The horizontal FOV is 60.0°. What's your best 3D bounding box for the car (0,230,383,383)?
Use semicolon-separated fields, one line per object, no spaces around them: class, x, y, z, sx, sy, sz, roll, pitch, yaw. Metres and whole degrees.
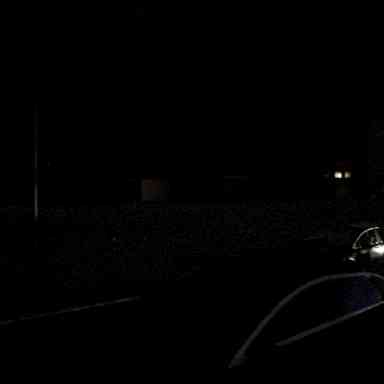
car;0.704;1.460;3.502;4.902;1.511;2.128;0;1;-33

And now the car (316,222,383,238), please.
car;4.074;1.486;8.690;4.403;1.369;2.008;0;1;-33
